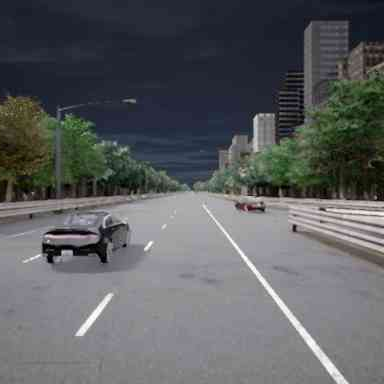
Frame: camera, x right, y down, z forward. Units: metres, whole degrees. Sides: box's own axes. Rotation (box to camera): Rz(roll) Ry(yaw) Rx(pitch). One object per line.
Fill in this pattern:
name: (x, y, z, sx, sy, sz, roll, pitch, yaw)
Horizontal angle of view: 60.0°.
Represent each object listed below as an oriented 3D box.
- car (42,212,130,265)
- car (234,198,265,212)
car: (-3.393, 1.428, 11.459, 2.128, 1.511, 4.902, 0, 0, 0)
car: (6.151, 1.368, 35.894, 2.163, 1.488, 4.792, 0, 0, -15)
